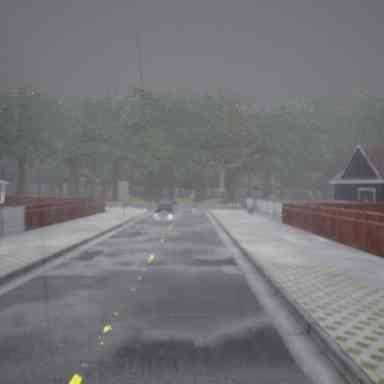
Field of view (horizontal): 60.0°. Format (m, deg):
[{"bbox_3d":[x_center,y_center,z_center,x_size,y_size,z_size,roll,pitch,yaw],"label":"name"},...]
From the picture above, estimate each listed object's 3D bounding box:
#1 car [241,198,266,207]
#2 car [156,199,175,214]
[{"bbox_3d":[8.897,1.544,43.564,4.902,1.511,2.128,0,1,0],"label":"car"},{"bbox_3d":[-2.757,1.505,35.741,2.033,1.411,5.357,0,0,0],"label":"car"}]
